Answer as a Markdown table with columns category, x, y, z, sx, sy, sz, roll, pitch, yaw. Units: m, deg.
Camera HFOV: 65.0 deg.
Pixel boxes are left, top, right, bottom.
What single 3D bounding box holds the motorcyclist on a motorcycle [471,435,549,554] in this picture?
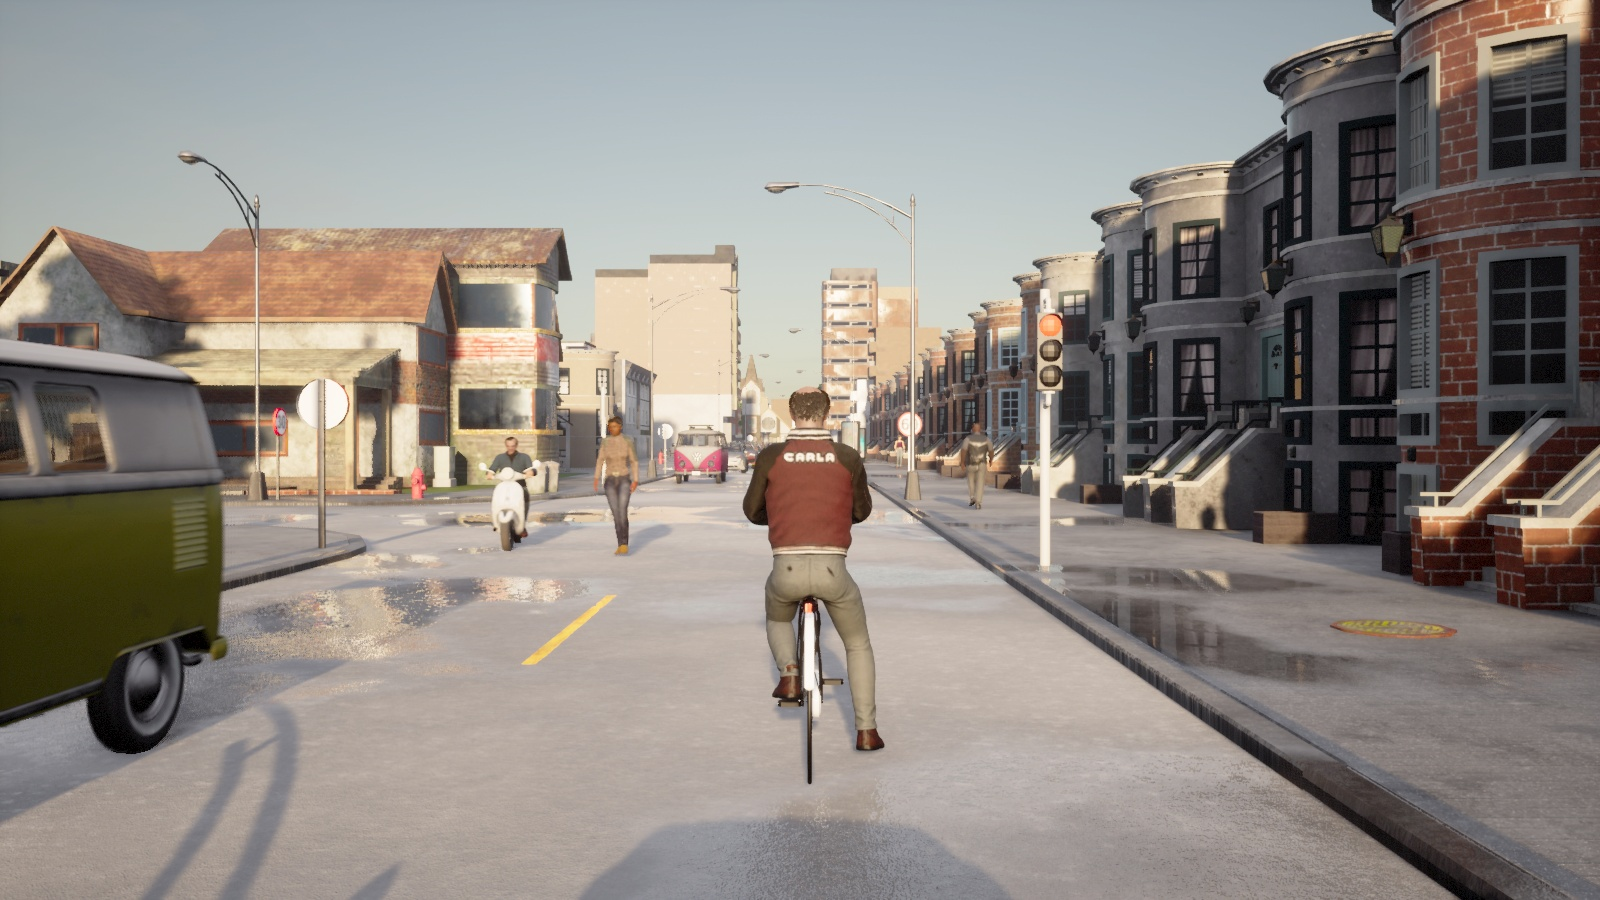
| category | x | y | z | sx | sy | sz | roll | pitch | yaw |
| --- | --- | --- | --- | --- | --- | --- | --- | --- | --- |
| motorcyclist on a motorcycle | -4.101 | 0.596 | 17.877 | 0.866 | 1.590 | 1.817 | -1 | 0 | -7 |

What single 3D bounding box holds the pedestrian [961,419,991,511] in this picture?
| category | x | y | z | sx | sy | sz | roll | pitch | yaw |
| --- | --- | --- | --- | --- | --- | --- | --- | --- | --- |
| pedestrian | 3.668 | 0.311 | 26.198 | 0.563 | 1.883 | 0.849 | 0 | 0 | 4 |

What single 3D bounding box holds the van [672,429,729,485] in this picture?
| category | x | y | z | sx | sy | sz | roll | pitch | yaw |
| --- | --- | --- | --- | --- | --- | --- | --- | --- | --- |
| van | -3.688 | 0.230 | 47.166 | 1.775 | 1.987 | 4.442 | 0 | 0 | 1 |

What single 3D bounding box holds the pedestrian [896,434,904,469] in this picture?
| category | x | y | z | sx | sy | sz | roll | pitch | yaw |
| --- | --- | --- | --- | --- | --- | --- | --- | --- | --- |
| pedestrian | 5.382 | 0.078 | 67.690 | 0.345 | 1.836 | 0.594 | 0 | 0 | -3 |

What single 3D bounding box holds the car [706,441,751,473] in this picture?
| category | x | y | z | sx | sy | sz | roll | pitch | yaw |
| --- | --- | --- | --- | --- | --- | --- | --- | --- | --- |
| car | -3.579 | 0.332 | 63.494 | 2.007 | 1.525 | 4.514 | 0 | 0 | 0 |

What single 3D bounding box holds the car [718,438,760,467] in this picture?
| category | x | y | z | sx | sy | sz | roll | pitch | yaw |
| --- | --- | --- | --- | --- | --- | --- | --- | --- | --- |
| car | -3.512 | 0.108 | 73.392 | 2.152 | 1.651 | 5.027 | 0 | 0 | 0 |

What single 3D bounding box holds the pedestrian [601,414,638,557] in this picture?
| category | x | y | z | sx | sy | sz | roll | pitch | yaw |
| --- | --- | --- | --- | --- | --- | --- | --- | --- | --- |
| pedestrian | -2.347 | 0.448 | 16.368 | 0.328 | 1.805 | 0.869 | 0 | 0 | 3 |

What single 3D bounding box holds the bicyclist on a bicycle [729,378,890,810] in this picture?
| category | x | y | z | sx | sy | sz | roll | pitch | yaw |
| --- | --- | --- | --- | --- | --- | --- | --- | --- | --- |
| bicyclist on a bicycle | 0.045 | 0.583 | 6.081 | 0.659 | 1.776 | 1.843 | 0 | 1 | 0 |

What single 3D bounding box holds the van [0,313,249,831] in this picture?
| category | x | y | z | sx | sy | sz | roll | pitch | yaw |
| --- | --- | --- | --- | --- | --- | --- | --- | --- | --- |
| van | -3.956 | 0.469 | 4.735 | 1.775 | 1.987 | 4.442 | 0 | 0 | 0 |
